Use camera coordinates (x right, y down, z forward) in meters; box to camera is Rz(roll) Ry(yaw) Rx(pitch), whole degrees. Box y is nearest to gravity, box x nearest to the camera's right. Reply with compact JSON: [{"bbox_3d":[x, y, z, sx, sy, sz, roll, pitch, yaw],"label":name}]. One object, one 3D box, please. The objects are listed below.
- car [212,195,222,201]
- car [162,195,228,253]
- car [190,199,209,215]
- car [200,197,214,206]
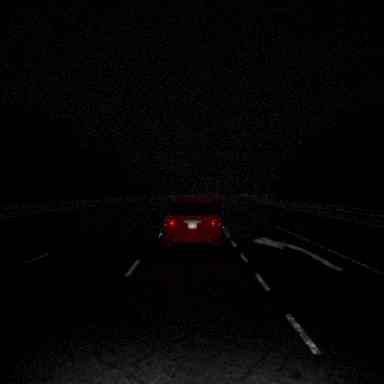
[{"bbox_3d":[6.344,1.515,84.028,2.033,1.411,5.357,0,0,10],"label":"car"},{"bbox_3d":[0.055,1.215,13.746,2.150,2.045,5.566,0,0,1],"label":"car"},{"bbox_3d":[0.806,1.518,34.251,1.812,1.442,4.674,0,0,3],"label":"car"},{"bbox_3d":[2.688,1.525,57.198,2.033,1.411,5.357,0,0,6],"label":"car"}]
